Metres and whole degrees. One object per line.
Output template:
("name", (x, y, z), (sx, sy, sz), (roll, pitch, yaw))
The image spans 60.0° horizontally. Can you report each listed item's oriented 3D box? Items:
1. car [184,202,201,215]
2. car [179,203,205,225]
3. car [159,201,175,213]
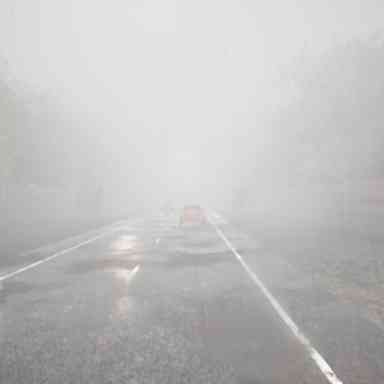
("car", (0.102, 2.141, 44.053), (2.128, 1.511, 4.902), (0, -1, 0))
("car", (0.037, 1.781, 28.313), (2.097, 1.767, 4.553), (0, -1, 0))
("car", (-3.534, 2.054, 48.015), (2.097, 1.767, 4.553), (0, -1, 0))
